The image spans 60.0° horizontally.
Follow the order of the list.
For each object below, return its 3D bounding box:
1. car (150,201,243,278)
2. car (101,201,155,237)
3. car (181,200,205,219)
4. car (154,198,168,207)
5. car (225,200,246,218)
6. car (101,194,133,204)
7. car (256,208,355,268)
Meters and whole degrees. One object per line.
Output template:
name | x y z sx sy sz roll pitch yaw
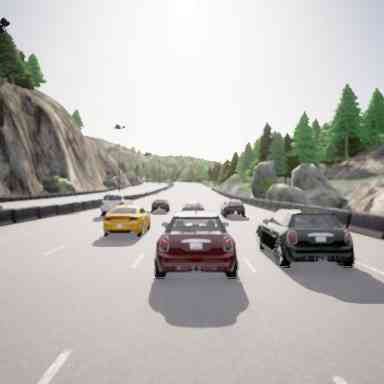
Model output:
car | 0.104 1.338 10.243 2.097 1.767 4.553 0 0 0
car | -3.394 1.453 18.055 1.882 1.535 5.008 0 0 0
car | 0.111 1.506 29.409 1.994 1.385 4.181 0 0 0
car | -3.387 1.403 36.771 1.837 1.490 4.892 0 0 0
car | 3.610 1.445 29.844 1.837 1.490 4.892 0 0 0
car | -6.889 1.156 31.112 2.150 2.045 5.566 0 0 0
car | 3.604 1.336 11.419 2.097 1.767 4.553 0 0 0
